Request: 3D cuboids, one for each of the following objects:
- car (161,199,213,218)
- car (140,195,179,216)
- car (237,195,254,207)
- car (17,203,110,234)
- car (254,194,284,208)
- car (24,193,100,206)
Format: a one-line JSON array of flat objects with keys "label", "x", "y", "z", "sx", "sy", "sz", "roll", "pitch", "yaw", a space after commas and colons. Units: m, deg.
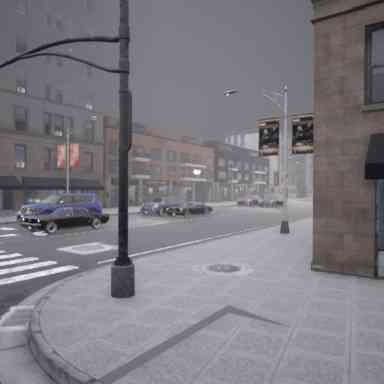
[{"label": "car", "x": -0.200, "y": 1.477, "z": 28.690, "sx": 1.895, "sy": 1.301, "sz": 4.718, "roll": 1, "pitch": 1, "yaw": 35}, {"label": "car", "x": -2.697, "y": 1.204, "z": 30.781, "sx": 2.097, "sy": 1.767, "sz": 4.553, "roll": 1, "pitch": 1, "yaw": 35}, {"label": "car", "x": 7.934, "y": 1.142, "z": 45.758, "sx": 2.097, "sy": 1.767, "sz": 4.553, "roll": 1, "pitch": 1, "yaw": 36}, {"label": "car", "x": -7.091, "y": 1.524, "z": 18.914, "sx": 1.895, "sy": 1.301, "sz": 4.718, "roll": 1, "pitch": 1, "yaw": 35}, {"label": "car", "x": 10.413, "y": 1.167, "z": 43.639, "sx": 2.097, "sy": 1.767, "sz": 4.553, "roll": 1, "pitch": 1, "yaw": 36}, {"label": "car", "x": -8.658, "y": 1.113, "z": 22.337, "sx": 2.150, "sy": 2.045, "sz": 5.566, "roll": 1, "pitch": 1, "yaw": 35}]
